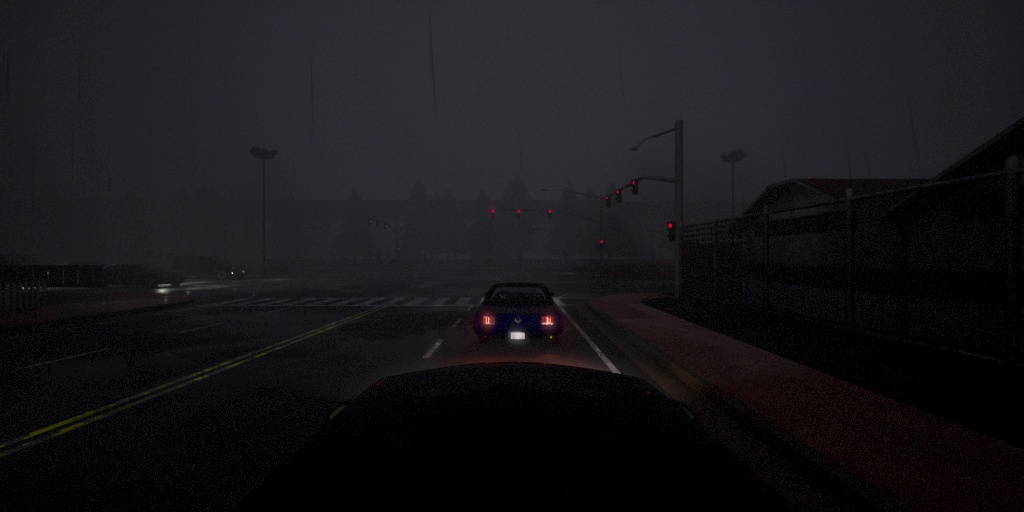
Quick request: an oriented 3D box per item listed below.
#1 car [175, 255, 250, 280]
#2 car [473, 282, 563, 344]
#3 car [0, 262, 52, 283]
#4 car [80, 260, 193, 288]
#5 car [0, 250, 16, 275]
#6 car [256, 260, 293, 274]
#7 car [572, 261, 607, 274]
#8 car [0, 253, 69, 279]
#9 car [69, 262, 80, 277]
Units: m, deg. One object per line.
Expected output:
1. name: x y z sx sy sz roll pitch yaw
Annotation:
1. car: -25.400 0.965 30.188 5.566 2.045 2.150 0 0 -1
2. car: 0.189 1.351 9.579 1.895 1.301 4.718 0 0 2
3. car: -33.144 1.268 23.059 4.181 1.385 1.994 1 0 -1
4. car: -24.161 1.226 23.207 5.008 1.535 1.882 0 0 -1
5. car: -45.678 0.375 29.882 5.566 2.045 2.150 4 0 -1
6. car: -27.743 1.233 40.849 4.902 1.511 2.128 0 0 -1
7. car: 9.720 1.297 41.495 5.357 1.411 2.033 0 0 -1
8. car: -37.160 0.819 26.494 5.566 2.045 2.150 2 0 -1
9. car: -35.123 1.190 30.029 4.674 1.442 1.812 1 0 -1
